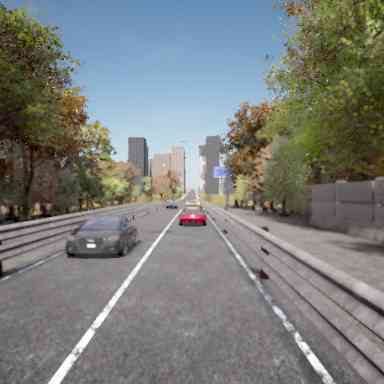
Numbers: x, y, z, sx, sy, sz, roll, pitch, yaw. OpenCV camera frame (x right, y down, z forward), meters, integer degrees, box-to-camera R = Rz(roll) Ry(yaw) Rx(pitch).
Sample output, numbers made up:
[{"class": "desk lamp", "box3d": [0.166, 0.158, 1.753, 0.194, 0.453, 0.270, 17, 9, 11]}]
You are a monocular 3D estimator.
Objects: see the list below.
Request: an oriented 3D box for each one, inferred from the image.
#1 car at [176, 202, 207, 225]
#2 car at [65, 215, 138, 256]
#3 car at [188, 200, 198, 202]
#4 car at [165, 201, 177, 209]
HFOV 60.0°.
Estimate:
[{"class": "car", "box3d": [0.064, 1.679, 25.071, 1.994, 1.385, 4.181, 0, 0, 0]}, {"class": "car", "box3d": [-3.348, 1.592, 13.006, 1.994, 1.385, 4.181, 0, 0, 0]}, {"class": "car", "box3d": [0.098, 1.843, 43.779, 1.882, 1.535, 5.008, 0, -1, 0]}, {"class": "car", "box3d": [-3.299, 2.117, 54.614, 2.033, 1.411, 5.357, 0, -1, 1]}]
